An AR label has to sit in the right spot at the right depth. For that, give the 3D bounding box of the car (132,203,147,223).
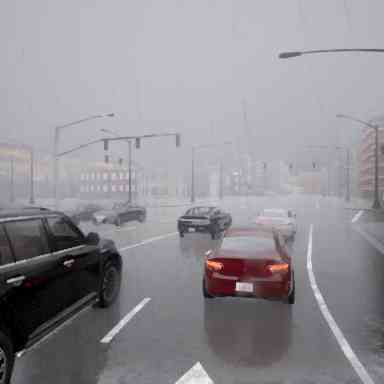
[{"bbox_3d":[-4.852,1.493,22.801,2.128,1.511,4.902,0,0,20],"label":"car"}]

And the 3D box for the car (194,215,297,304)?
[{"bbox_3d":[1.458,1.526,8.150,1.812,1.442,4.674,0,0,13],"label":"car"}]

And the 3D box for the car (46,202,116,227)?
[{"bbox_3d":[-7.954,1.568,24.493,2.033,1.411,5.357,0,0,20],"label":"car"}]

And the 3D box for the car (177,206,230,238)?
[{"bbox_3d":[0.798,1.491,17.316,2.128,1.511,4.902,0,0,19],"label":"car"}]

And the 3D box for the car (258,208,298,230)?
[{"bbox_3d":[4.203,1.526,16.582,1.812,1.442,4.674,0,0,20],"label":"car"}]

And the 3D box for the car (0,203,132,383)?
[{"bbox_3d":[-2.828,1.216,4.833,2.150,2.045,5.566,0,-1,7],"label":"car"}]
